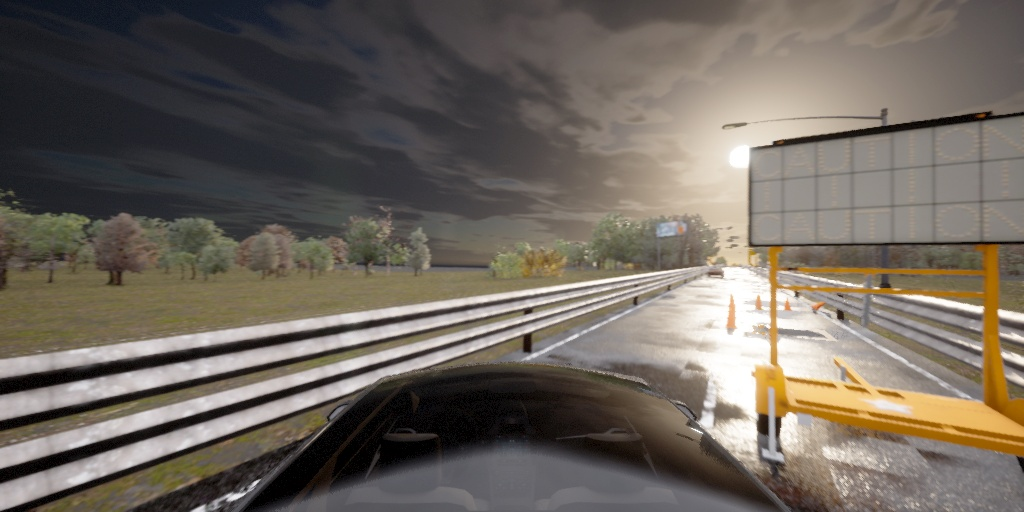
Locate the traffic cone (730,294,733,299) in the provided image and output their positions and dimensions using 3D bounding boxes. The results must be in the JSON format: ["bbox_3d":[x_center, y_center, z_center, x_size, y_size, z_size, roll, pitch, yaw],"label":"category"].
[{"bbox_3d":[8.804,1.953,14.387,0.340,0.580,0.340,0,0,32],"label":"traffic cone"}]

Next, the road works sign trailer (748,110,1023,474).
[{"bbox_3d":[4.234,0.288,4.291,2.380,3.560,2.880,0,0,32],"label":"road works sign trailer"}]

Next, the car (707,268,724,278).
[{"bbox_3d":[27.413,2.211,48.243,1.895,1.301,4.718,0,-1,32],"label":"car"}]

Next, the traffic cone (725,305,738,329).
[{"bbox_3d":[6.710,1.889,10.979,0.340,0.580,0.340,0,0,32],"label":"traffic cone"}]

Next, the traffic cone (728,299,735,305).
[{"bbox_3d":[7.757,1.921,12.683,0.340,0.580,0.340,0,0,32],"label":"traffic cone"}]
